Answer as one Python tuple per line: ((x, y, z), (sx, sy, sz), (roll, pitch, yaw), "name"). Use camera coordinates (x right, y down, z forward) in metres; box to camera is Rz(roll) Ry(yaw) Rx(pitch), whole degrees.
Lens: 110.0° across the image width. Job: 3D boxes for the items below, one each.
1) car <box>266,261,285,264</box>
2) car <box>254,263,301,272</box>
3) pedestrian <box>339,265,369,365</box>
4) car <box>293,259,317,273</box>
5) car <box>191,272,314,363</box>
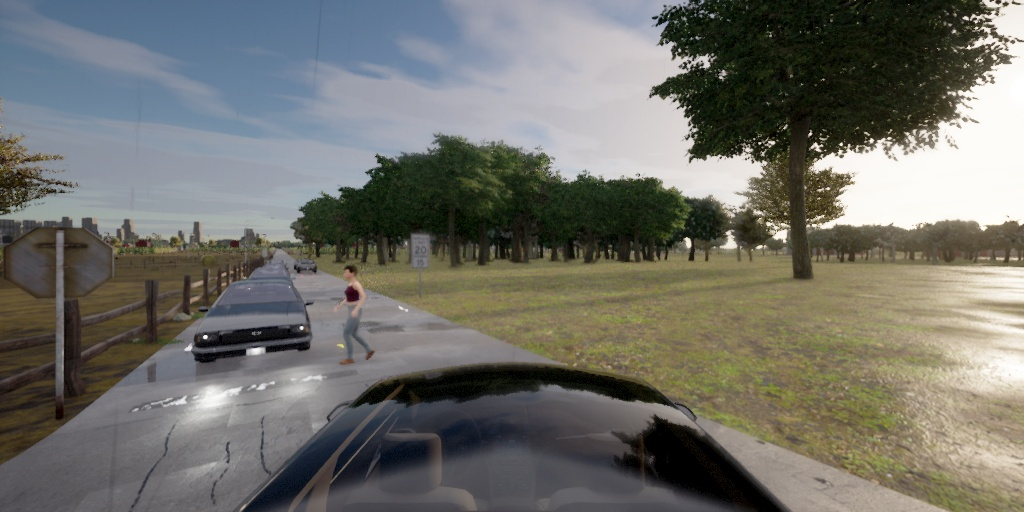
((-17.037, 1.259, 25.620), (1.994, 1.385, 4.181), (0, 0, -33), "car")
((-11.554, 1.266, 17.159), (2.033, 1.411, 5.357), (0, 0, -33), "car")
((-2.934, 1.044, 6.649), (0.375, 1.860, 0.375), (0, 0, -33), "pedestrian")
((-23.406, 1.148, 40.820), (2.128, 1.511, 4.902), (0, 0, -33), "car")
((-5.959, 1.288, 8.550), (2.033, 1.411, 5.357), (0, 0, -33), "car")
